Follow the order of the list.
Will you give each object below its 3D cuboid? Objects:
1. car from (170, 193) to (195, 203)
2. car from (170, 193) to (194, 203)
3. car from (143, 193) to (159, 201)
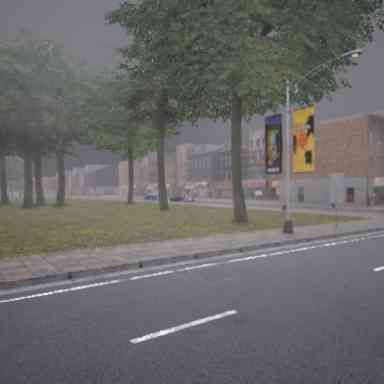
[{"bbox_3d":[-1.691,0.996,58.314,2.128,1.511,4.902,0,0,-35],"label":"car"},{"bbox_3d":[-1.649,1.027,53.327,2.128,1.511,4.902,0,0,-35],"label":"car"},{"bbox_3d":[-8.090,0.944,67.178,1.882,1.535,5.008,0,0,-36],"label":"car"}]
